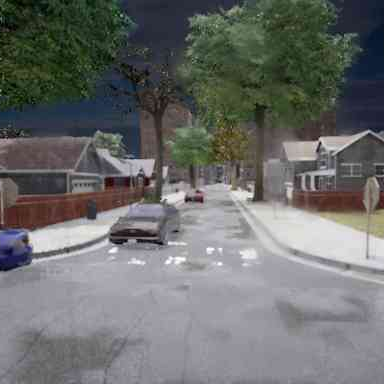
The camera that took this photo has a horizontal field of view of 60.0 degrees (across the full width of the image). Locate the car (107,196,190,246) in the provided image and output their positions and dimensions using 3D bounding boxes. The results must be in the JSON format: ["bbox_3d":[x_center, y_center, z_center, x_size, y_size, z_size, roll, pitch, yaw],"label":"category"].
[{"bbox_3d":[-1.586,1.125,13.389,2.033,1.411,5.357,0,2,8],"label":"car"}]

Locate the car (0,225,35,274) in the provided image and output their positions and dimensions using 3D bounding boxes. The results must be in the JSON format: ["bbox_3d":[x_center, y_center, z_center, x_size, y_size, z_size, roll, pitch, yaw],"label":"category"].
[{"bbox_3d":[-5.937,1.293,7.072,4.674,1.442,1.812,-1,2,-30],"label":"car"}]

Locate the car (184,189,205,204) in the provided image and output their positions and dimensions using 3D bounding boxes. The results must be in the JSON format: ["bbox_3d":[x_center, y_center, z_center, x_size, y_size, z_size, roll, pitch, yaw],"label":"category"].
[{"bbox_3d":[0.287,0.389,34.584,1.882,1.535,5.008,0,2,4],"label":"car"}]
